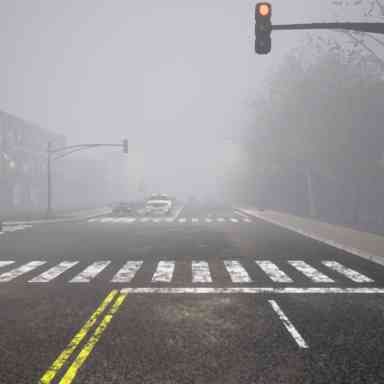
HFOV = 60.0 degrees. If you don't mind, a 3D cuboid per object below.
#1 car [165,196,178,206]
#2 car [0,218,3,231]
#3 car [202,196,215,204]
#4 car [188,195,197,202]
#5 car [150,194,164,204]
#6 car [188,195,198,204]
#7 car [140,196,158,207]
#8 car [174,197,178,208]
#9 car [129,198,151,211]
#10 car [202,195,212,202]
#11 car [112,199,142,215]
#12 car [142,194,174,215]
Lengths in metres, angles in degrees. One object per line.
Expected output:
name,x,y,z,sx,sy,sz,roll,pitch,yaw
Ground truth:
car,-3.280,1.485,53.953,1.837,1.490,4.892,0,0,0
car,-11.967,1.327,15.847,5.566,2.045,2.150,-2,0,10
car,3.419,1.576,64.440,1.895,1.301,4.718,0,0,0
car,0.082,1.447,75.030,1.882,1.535,5.008,0,0,0
car,-6.491,1.328,62.129,2.097,1.767,4.553,0,0,0
car,0.167,1.468,63.103,2.128,1.511,4.902,0,0,0
car,-6.533,1.472,51.135,2.128,1.511,4.902,0,0,0
car,-3.294,1.586,43.804,1.895,1.301,4.718,0,0,1
car,-6.541,1.550,42.246,1.994,1.385,4.181,0,0,1
car,3.330,1.510,74.753,2.033,1.411,5.357,0,0,0
car,-6.560,1.591,33.155,1.895,1.301,4.718,0,0,0
car,-3.306,1.211,33.747,2.150,2.045,5.566,0,0,0
